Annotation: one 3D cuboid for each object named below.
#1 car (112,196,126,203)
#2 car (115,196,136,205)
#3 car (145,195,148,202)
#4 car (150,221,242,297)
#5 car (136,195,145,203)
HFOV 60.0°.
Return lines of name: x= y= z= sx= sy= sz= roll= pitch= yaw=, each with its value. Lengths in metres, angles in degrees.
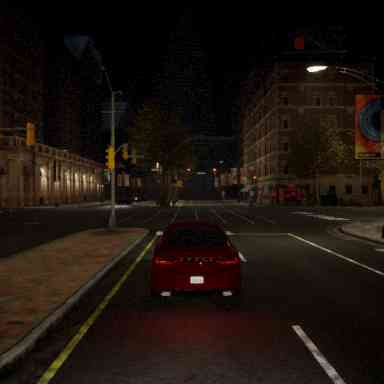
car: x=-14.979 y=1.595 z=68.835 sx=1.895 sy=1.301 sz=4.718 roll=0 pitch=0 yaw=0
car: x=-11.753 y=1.601 z=58.707 sx=1.895 sy=1.301 sz=4.718 roll=0 pitch=0 yaw=0
car: x=-11.765 y=1.478 z=79.260 sx=1.882 sy=1.535 sz=5.008 roll=0 pitch=0 yaw=0
car: x=0.054 y=1.478 z=8.634 sx=1.882 sy=1.535 sz=5.008 roll=0 pitch=0 yaw=-1
car: x=-11.730 y=1.540 z=68.781 sx=2.033 sy=1.411 sz=5.357 roll=0 pitch=0 yaw=0
